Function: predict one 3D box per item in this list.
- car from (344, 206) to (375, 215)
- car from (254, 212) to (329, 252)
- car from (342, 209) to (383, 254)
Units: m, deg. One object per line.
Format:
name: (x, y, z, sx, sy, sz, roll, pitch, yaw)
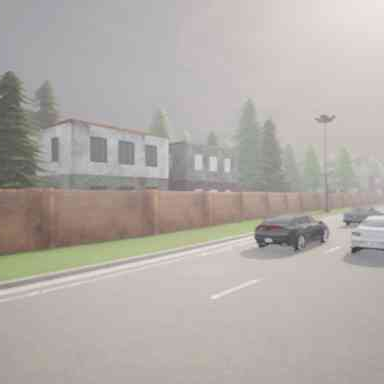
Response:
car: (12.861, 1.777, 24.879, 2.033, 1.411, 5.357, -1, -1, 40)
car: (4.594, 1.675, 14.997, 1.837, 1.490, 4.892, -1, -1, 41)
car: (7.746, 1.640, 13.300, 1.812, 1.442, 4.674, -1, -1, 40)
